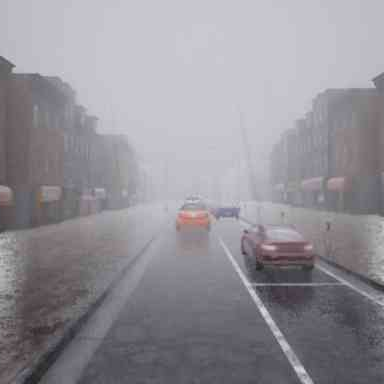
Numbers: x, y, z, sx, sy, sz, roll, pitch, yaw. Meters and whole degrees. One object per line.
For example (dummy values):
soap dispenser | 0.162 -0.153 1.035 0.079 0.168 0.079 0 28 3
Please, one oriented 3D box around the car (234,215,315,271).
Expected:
car | 2.630 1.633 10.846 1.802 1.307 4.206 0 0 0

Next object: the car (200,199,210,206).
car | 2.597 2.033 65.513 1.802 1.307 4.206 0 -1 0

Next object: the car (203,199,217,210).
car | 2.606 1.835 49.284 1.752 1.417 4.829 0 0 0

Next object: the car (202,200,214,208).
car | 2.603 1.935 54.581 1.802 1.307 4.206 0 -1 0

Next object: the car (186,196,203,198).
car | 0.075 1.477 42.599 2.150 2.045 5.566 0 0 0

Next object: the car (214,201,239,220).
car | 2.998 1.640 29.750 1.882 1.535 5.008 0 0 0

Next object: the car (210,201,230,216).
car | 3.003 1.737 36.750 1.812 1.442 4.674 0 0 0

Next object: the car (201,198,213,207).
car | 2.599 1.841 60.048 1.967 1.590 4.097 0 -1 0

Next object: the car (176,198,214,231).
car | 0.088 1.464 21.802 2.097 1.767 4.553 0 0 0
